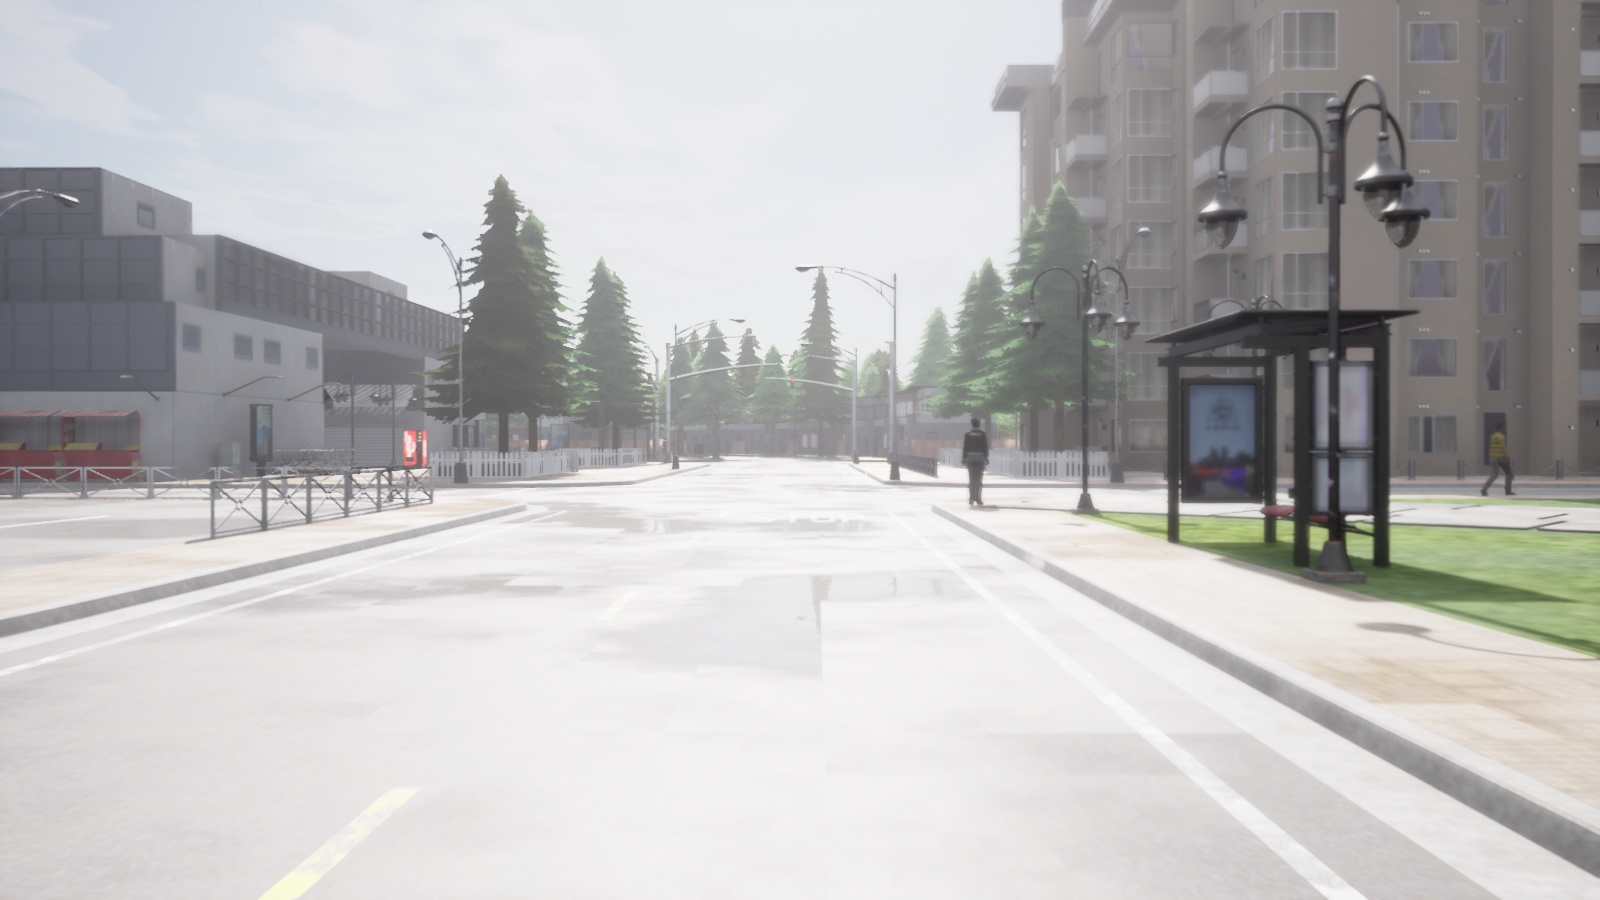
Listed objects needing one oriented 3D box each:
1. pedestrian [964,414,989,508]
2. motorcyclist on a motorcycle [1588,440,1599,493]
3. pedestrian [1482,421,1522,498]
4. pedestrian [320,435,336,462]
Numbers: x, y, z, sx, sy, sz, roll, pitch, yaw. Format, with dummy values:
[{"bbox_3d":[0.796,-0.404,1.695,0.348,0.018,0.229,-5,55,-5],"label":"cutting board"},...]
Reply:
[{"bbox_3d":[3.675,0.226,26.150,0.402,1.930,0.666,0,0,17],"label":"pedestrian"},{"bbox_3d":[24.721,0.491,37.503,1.817,1.590,0.866,0,0,1],"label":"motorcyclist on a motorcycle"},{"bbox_3d":[16.882,0.222,30.215,0.709,1.840,0.431,0,0,-2],"label":"pedestrian"},{"bbox_3d":[-32.766,-0.130,87.160,0.849,1.883,0.563,0,0,0],"label":"pedestrian"}]
